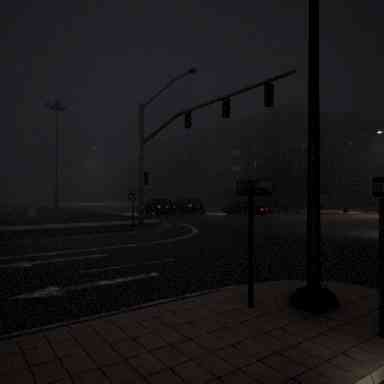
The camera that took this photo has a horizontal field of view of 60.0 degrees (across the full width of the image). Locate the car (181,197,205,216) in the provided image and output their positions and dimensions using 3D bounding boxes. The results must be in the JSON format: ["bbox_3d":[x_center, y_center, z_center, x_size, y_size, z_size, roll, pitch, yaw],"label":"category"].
[{"bbox_3d":[-0.693,1.352,33.199,2.097,1.767,4.553,0,0,-36],"label":"car"}]

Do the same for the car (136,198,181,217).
[{"bbox_3d":[-3.436,1.352,31.019,2.097,1.767,4.553,0,0,-36],"label":"car"}]

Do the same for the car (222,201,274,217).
[{"bbox_3d":[5.125,1.547,31.133,2.033,1.411,5.357,0,0,-36],"label":"car"}]
